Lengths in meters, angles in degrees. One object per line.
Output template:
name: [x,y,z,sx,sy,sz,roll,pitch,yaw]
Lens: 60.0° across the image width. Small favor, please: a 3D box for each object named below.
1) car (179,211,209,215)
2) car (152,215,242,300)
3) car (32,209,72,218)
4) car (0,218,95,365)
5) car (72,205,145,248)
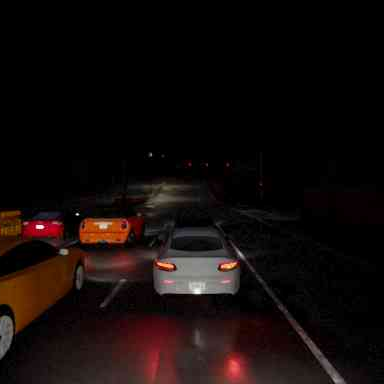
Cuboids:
car: [0.094,1.600,17.162,1.895,1.301,4.718,0,0,0]
car: [0.094,1.525,8.273,1.812,1.442,4.674,0,0,0]
car: [-6.906,1.563,17.118,1.994,1.385,4.181,0,0,0]
car: [-3.403,1.477,5.749,1.882,1.535,5.008,0,0,0]
car: [-3.406,1.352,14.922,2.097,1.767,4.553,0,0,0]
